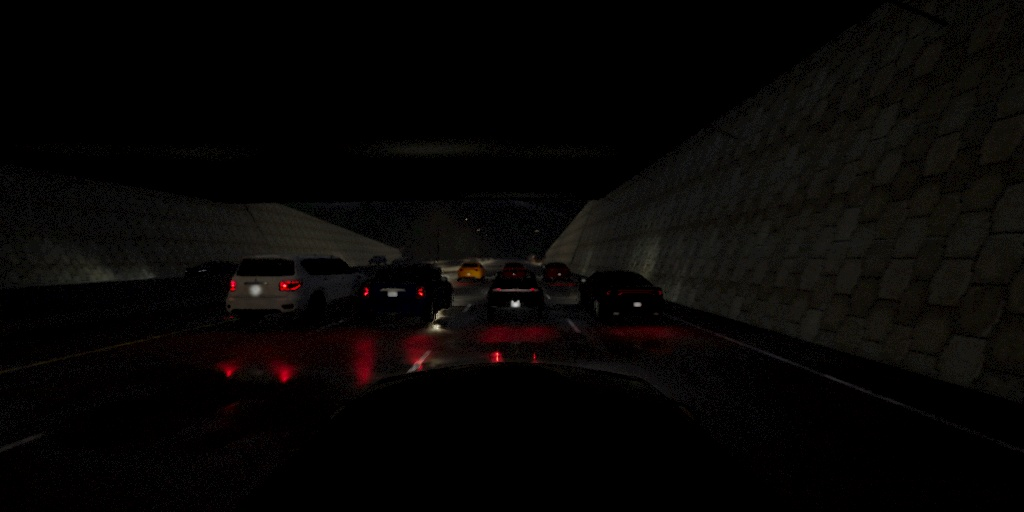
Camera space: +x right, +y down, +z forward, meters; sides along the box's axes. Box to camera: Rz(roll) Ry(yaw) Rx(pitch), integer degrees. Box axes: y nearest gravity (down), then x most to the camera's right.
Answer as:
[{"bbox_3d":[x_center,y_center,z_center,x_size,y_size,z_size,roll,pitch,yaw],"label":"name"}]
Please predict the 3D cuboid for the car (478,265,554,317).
[{"bbox_3d":[0.117,1.255,13.225,2.128,1.511,4.902,0,0,0],"label":"car"}]

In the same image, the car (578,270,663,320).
[{"bbox_3d":[3.615,1.246,12.770,1.882,1.535,5.008,0,0,0],"label":"car"}]

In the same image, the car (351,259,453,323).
[{"bbox_3d":[-3.387,1.110,12.337,2.097,1.767,4.553,0,0,0],"label":"car"}]

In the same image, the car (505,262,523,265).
[{"bbox_3d":[0.168,1.262,30.143,1.882,1.535,5.008,0,0,0],"label":"car"}]

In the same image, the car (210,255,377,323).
[{"bbox_3d":[-6.884,0.976,12.332,2.150,2.045,5.566,0,0,0],"label":"car"}]

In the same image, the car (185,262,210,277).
[{"bbox_3d":[-28.005,1.228,33.780,1.882,1.535,5.008,0,0,0],"label":"car"}]

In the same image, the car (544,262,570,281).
[{"bbox_3d":[3.668,1.266,30.143,1.882,1.535,5.008,0,0,0],"label":"car"}]

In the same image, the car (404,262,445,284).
[{"bbox_3d":[-6.839,1.264,28.609,2.128,1.511,4.902,0,0,0],"label":"car"}]

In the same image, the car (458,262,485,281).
[{"bbox_3d":[-3.332,1.257,30.150,1.882,1.535,5.008,0,0,0],"label":"car"}]
